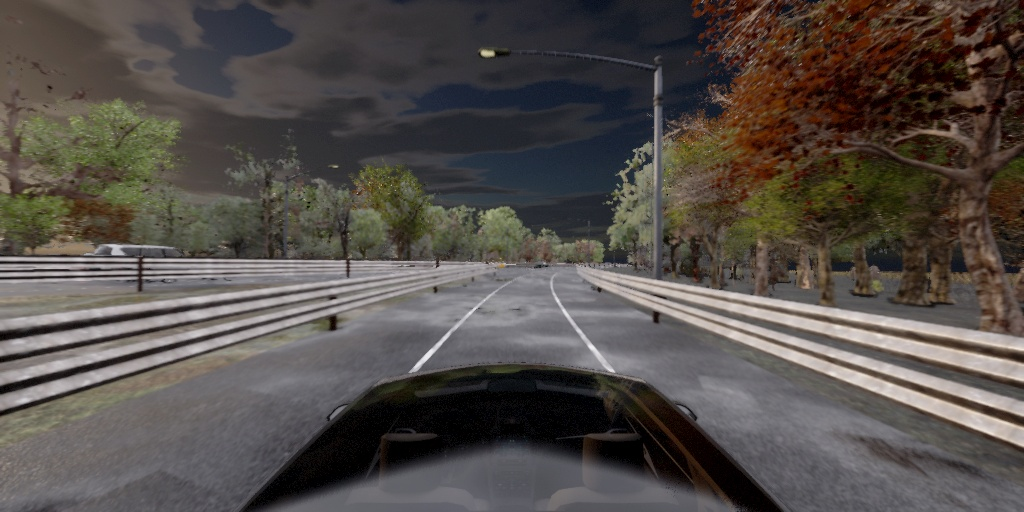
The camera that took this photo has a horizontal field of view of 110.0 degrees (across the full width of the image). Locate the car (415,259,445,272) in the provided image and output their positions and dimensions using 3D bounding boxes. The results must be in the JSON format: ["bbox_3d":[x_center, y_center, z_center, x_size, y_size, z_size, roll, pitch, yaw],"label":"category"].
[{"bbox_3d":[-10.614,1.154,47.049,2.097,1.767,4.553,0,-1,23],"label":"car"}]

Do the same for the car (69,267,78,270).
[{"bbox_3d":[-24.592,0.557,22.935,2.097,1.767,4.553,0,-1,23],"label":"car"}]

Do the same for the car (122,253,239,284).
[{"bbox_3d":[-18.148,0.751,20.206,1.812,1.442,4.674,0,-1,23],"label":"car"}]

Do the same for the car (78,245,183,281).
[{"bbox_3d":[-21.344,0.428,21.631,2.150,2.045,5.566,0,-1,23],"label":"car"}]
